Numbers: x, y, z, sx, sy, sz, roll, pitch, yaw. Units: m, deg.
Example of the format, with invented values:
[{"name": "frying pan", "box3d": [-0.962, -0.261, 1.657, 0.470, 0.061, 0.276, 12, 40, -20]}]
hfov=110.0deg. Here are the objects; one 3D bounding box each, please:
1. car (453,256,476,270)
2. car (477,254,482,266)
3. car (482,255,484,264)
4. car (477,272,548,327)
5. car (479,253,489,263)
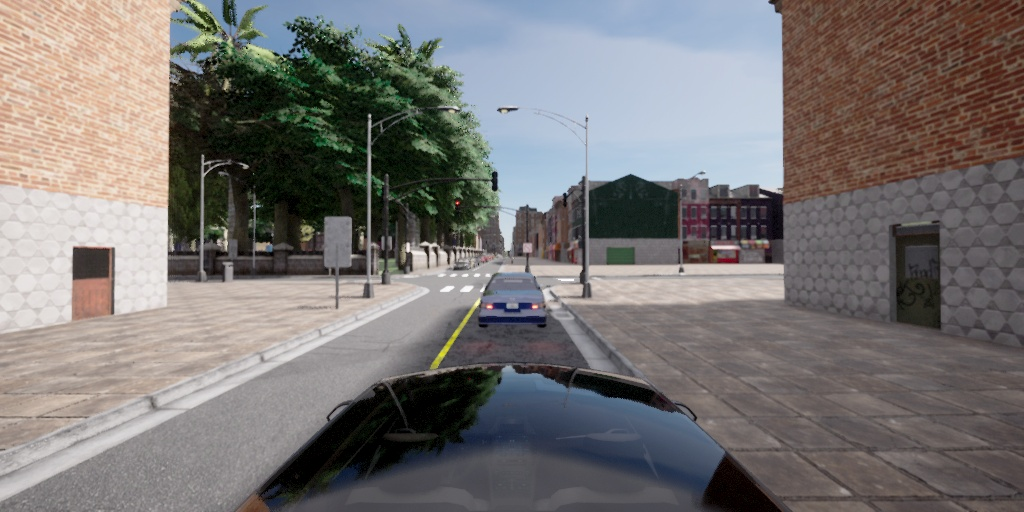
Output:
[{"name": "car", "box3d": [-5.501, 0.857, 40.092, 2.007, 1.370, 4.403, 0, 0, 0]}, {"name": "car", "box3d": [-5.527, 0.780, 47.227, 2.007, 1.370, 4.403, 0, 0, 0]}, {"name": "car", "box3d": [-5.567, 0.739, 52.676, 1.948, 1.339, 4.313, 0, 0, 0]}, {"name": "car", "box3d": [0.026, 1.187, 10.940, 2.033, 1.411, 5.357, 0, 1, 0]}, {"name": "car", "box3d": [-5.647, 0.649, 63.575, 1.802, 1.307, 4.207, 0, 0, 0]}]
